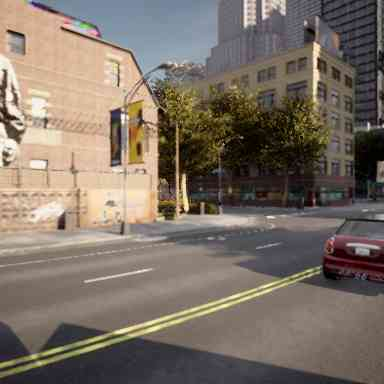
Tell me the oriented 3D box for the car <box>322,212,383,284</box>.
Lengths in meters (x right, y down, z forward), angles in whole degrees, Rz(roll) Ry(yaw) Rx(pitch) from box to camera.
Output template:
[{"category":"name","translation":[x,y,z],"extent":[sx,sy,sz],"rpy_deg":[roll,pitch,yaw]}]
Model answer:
[{"category":"car","translation":[5.413,1.361,8.948],"extent":[4.553,1.767,2.097],"rpy_deg":[0,0,-43]}]

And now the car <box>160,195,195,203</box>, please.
[{"category":"car","translation":[-2.008,1.383,43.743],"extent":[2.150,2.045,5.566],"rpy_deg":[0,0,-44]}]
